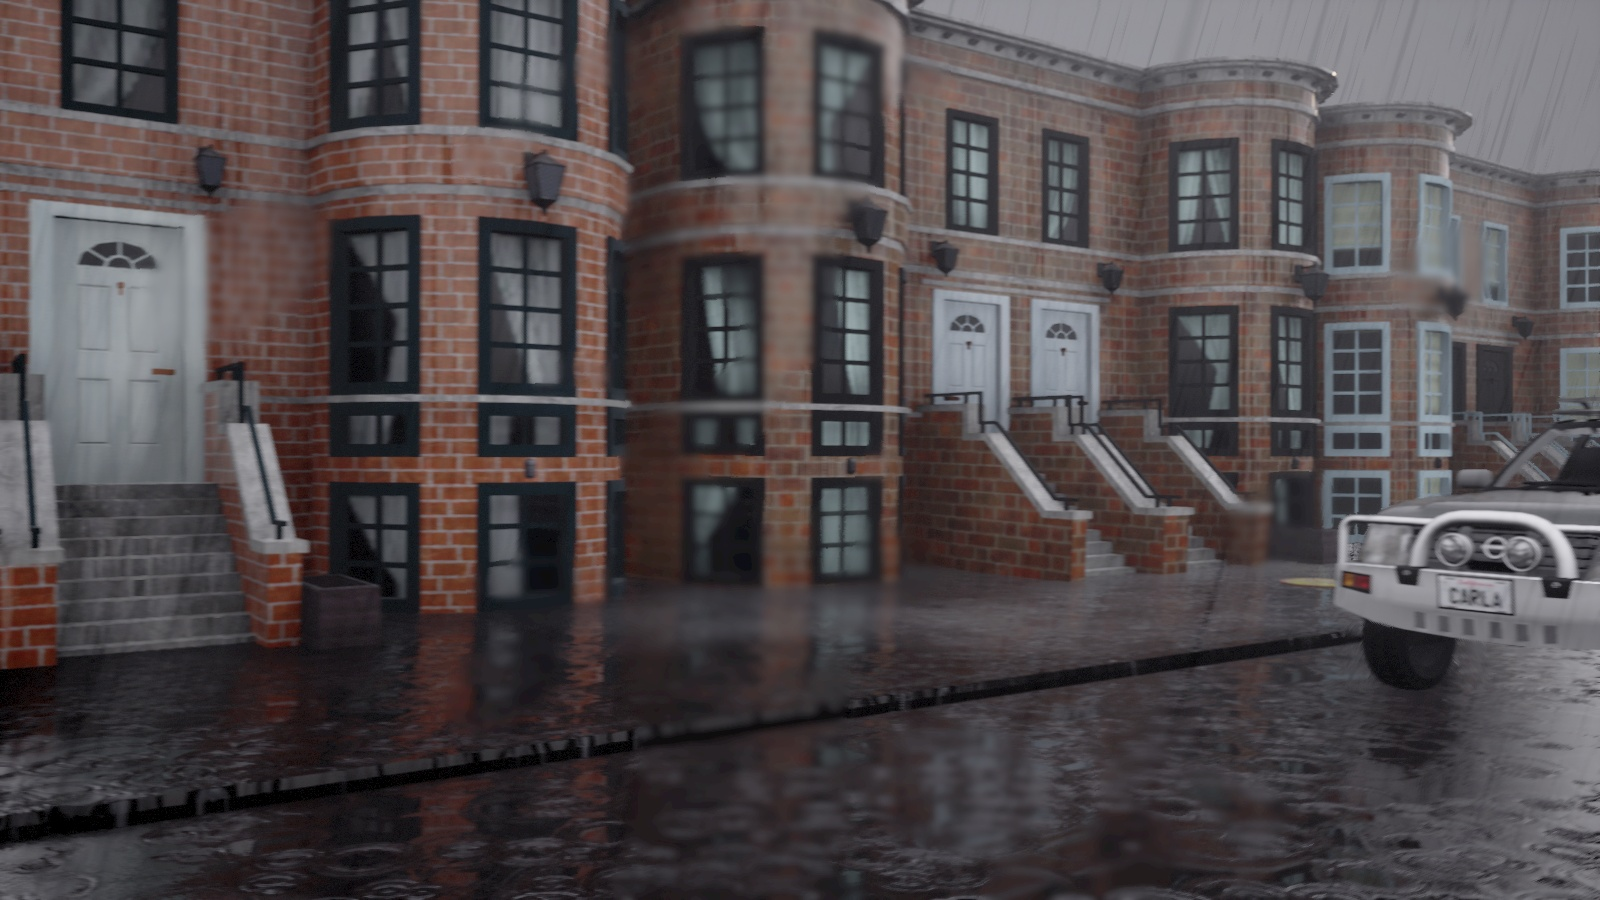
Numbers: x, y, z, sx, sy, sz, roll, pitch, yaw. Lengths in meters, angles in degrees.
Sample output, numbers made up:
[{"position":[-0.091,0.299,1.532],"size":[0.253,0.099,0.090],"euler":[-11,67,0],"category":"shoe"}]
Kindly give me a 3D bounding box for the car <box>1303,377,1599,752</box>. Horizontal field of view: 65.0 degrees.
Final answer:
[{"position":[5.466,0.570,8.073],"size":[4.605,1.855,1.932],"euler":[0,0,-35],"category":"car"}]
